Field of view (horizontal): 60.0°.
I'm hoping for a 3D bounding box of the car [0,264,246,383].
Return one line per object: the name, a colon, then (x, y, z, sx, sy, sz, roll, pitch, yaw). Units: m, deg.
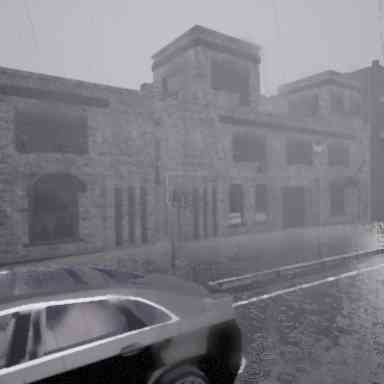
car: (-1.733, 1.491, 2.759, 4.902, 1.511, 2.128, 0, 0, -35)
